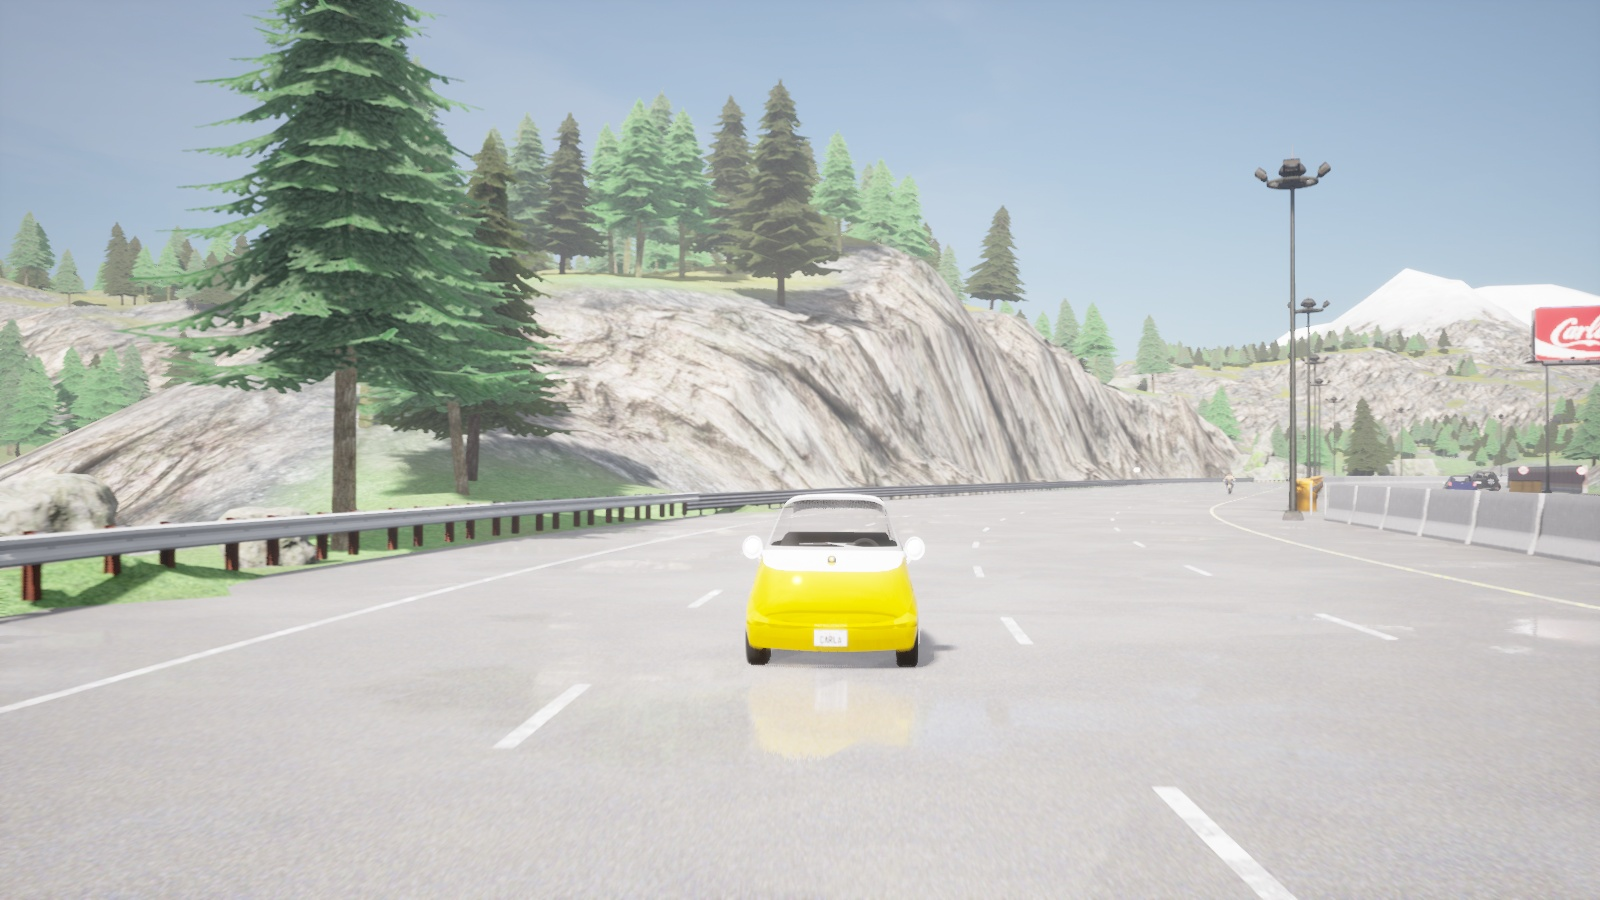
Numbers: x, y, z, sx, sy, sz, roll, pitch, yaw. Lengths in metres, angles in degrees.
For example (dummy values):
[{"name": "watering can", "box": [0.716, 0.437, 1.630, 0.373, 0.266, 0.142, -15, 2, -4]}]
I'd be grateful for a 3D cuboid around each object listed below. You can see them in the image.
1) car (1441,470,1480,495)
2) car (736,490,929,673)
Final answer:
[{"name": "car", "box": [40.446, 1.971, 76.963, 1.845, 1.501, 3.633, -1, -1, 23]}, {"name": "car", "box": [0.320, 1.049, 10.800, 1.481, 1.376, 2.207, 0, -1, 4]}]
